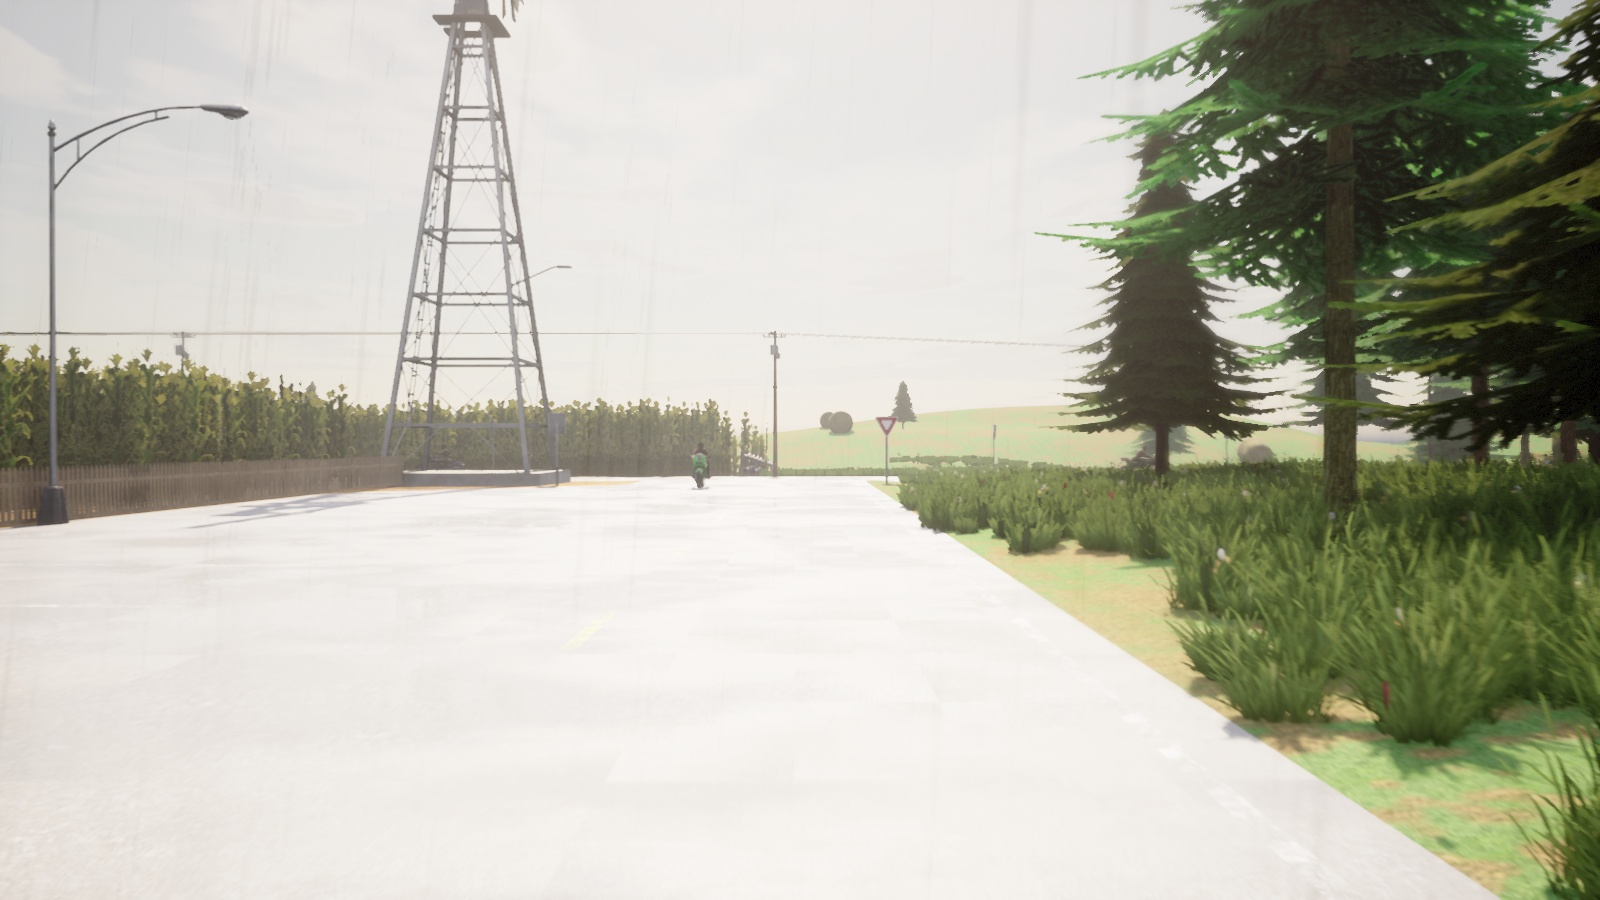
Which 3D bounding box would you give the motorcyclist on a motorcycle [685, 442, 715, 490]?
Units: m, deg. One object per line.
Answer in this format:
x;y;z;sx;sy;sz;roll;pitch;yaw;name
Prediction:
-3.250;0.495;41.008;0.797;1.523;2.044;0;0;0;motorcyclist on a motorcycle

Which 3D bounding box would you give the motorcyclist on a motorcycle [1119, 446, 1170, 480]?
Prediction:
15.236;0.567;55.515;2.044;1.523;0.797;0;0;-1;motorcyclist on a motorcycle

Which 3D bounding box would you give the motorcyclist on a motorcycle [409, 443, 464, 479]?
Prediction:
-16.940;0.492;58.598;2.350;1.649;0.766;0;0;0;motorcyclist on a motorcycle
